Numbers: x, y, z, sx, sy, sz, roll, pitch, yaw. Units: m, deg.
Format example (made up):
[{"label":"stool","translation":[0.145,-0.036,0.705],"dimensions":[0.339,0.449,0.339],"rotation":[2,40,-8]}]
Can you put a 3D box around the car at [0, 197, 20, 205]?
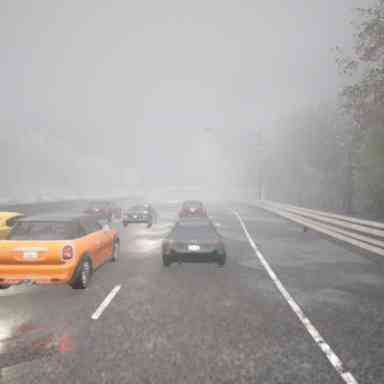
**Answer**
[{"label":"car","translation":[-28.046,1.558,50.964],"dimensions":[1.812,1.442,4.674],"rotation":[0,0,0]}]

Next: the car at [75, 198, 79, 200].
[{"label":"car","translation":[-17.552,1.600,52.704],"dimensions":[1.994,1.385,4.181],"rotation":[0,0,0]}]

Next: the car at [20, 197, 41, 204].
[{"label":"car","translation":[-24.544,1.561,52.267],"dimensions":[1.812,1.442,4.674],"rotation":[0,0,0]}]

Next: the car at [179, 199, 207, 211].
[{"label":"car","translation":[0.072,1.360,26.286],"dimensions":[2.097,1.767,4.553],"rotation":[0,0,0]}]

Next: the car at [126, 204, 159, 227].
[{"label":"car","translation":[-3.453,1.554,22.869],"dimensions":[2.033,1.411,5.357],"rotation":[0,0,0]}]

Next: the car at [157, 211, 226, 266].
[{"label":"car","translation":[0.072,1.566,11.531],"dimensions":[1.994,1.385,4.181],"rotation":[0,0,0]}]

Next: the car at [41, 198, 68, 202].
[{"label":"car","translation":[-21.043,1.583,52.161],"dimensions":[2.033,1.411,5.357],"rotation":[0,0,1]}]

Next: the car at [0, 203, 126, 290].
[{"label":"car","translation":[-3.442,1.356,9.247],"dimensions":[2.097,1.767,4.553],"rotation":[0,0,0]}]

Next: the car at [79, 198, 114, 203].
[{"label":"car","translation":[-6.929,1.359,26.289],"dimensions":[2.097,1.767,4.553],"rotation":[0,0,0]}]
